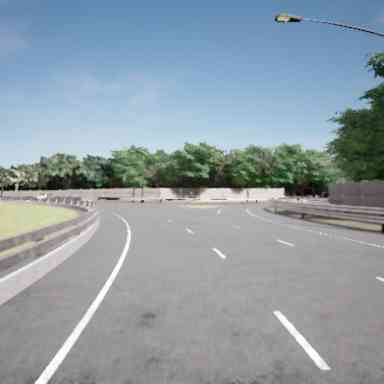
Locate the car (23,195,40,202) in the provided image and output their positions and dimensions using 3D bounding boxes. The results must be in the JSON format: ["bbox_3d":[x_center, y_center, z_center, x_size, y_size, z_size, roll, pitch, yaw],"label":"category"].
[{"bbox_3d":[-38.891,1.624,80.250,4.892,1.490,1.837,0,0,37],"label":"car"}]

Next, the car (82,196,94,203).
[{"bbox_3d":[-22.117,1.804,68.918,1.895,1.301,4.718,0,0,-42],"label":"car"}]

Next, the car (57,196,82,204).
[{"bbox_3d":[-24.413,1.728,66.221,2.128,1.511,4.902,0,0,-42],"label":"car"}]

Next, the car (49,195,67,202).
[{"bbox_3d":[-34.542,1.660,85.734,4.902,1.511,2.128,0,0,37],"label":"car"}]

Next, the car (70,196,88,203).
[{"bbox_3d":[-26.918,1.714,79.123,5.008,1.535,1.882,0,0,42],"label":"car"}]

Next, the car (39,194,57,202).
[{"bbox_3d":[-31.196,1.696,73.467,5.008,1.535,1.882,0,0,43],"label":"car"}]

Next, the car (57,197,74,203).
[{"bbox_3d":[-29.180,1.786,76.389,4.181,1.385,1.994,0,0,43],"label":"car"}]
